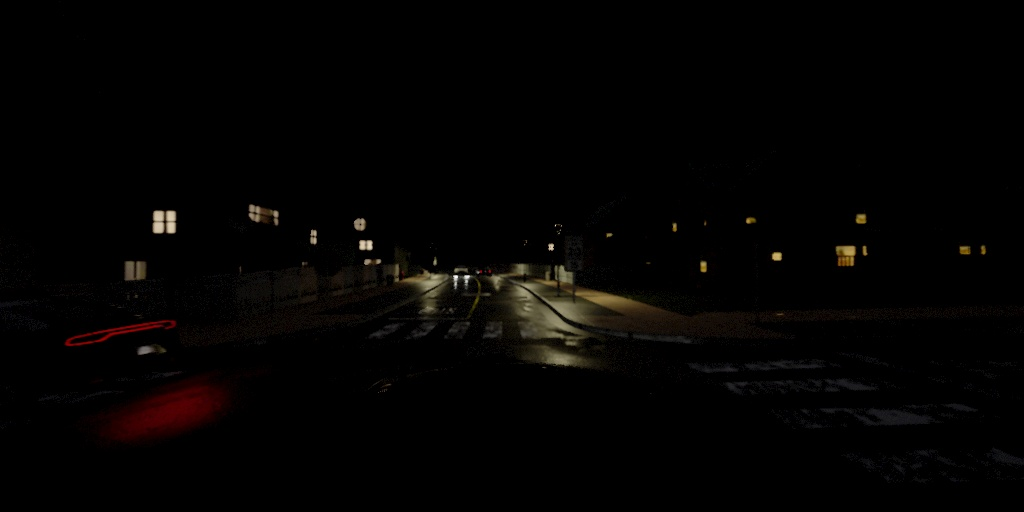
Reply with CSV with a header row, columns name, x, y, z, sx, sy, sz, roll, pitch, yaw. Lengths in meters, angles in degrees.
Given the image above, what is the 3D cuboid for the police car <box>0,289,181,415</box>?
name,x,y,z,sx,sy,sz,roll,pitch,yaw
police car,-8.495,1.398,5.793,5.238,1.638,1.930,-2,-1,0

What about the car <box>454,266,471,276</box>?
name,x,y,z,sx,sy,sz,roll,pitch,yaw
car,-7.402,2.113,52.091,1.812,1.442,4.674,0,-1,-10

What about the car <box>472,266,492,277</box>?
name,x,y,z,sx,sy,sz,roll,pitch,yaw
car,-3.790,2.044,47.638,2.033,1.411,5.357,0,-1,-10
